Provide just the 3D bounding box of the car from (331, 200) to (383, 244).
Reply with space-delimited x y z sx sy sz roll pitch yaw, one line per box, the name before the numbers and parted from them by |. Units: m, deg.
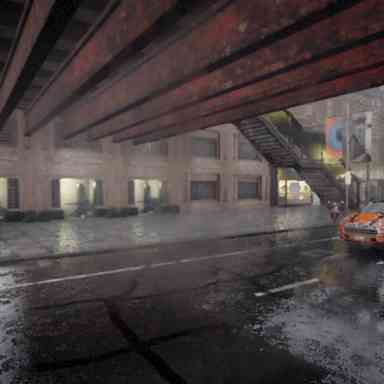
car | 8.140 1.127 13.793 4.553 1.767 2.097 -1 1 -35
